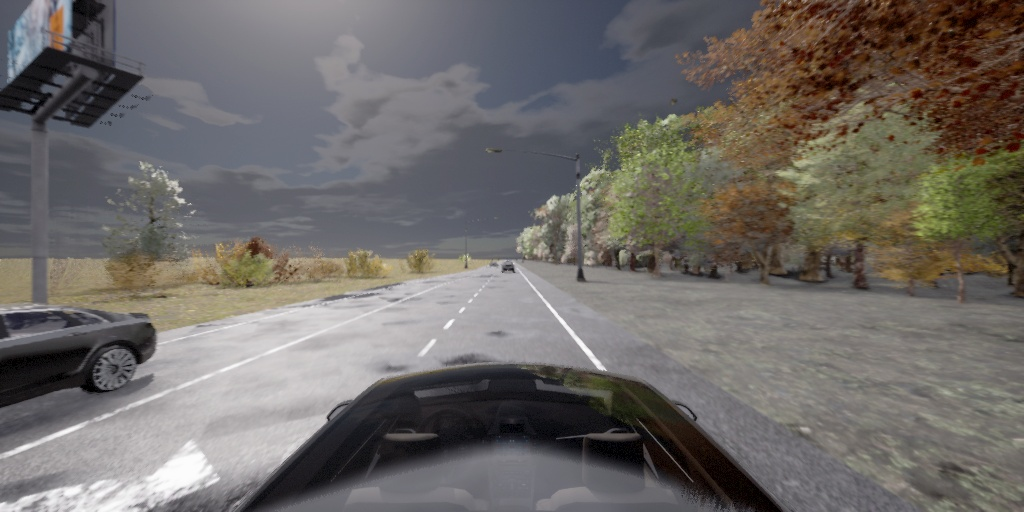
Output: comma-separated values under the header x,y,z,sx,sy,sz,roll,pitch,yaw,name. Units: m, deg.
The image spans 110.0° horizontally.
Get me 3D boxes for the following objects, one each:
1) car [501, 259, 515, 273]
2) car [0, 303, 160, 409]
x,y,z,sx,sy,sz,roll,pitch,yaw,name
-0.551,1.628,52.674,1.837,1.490,4.892,-1,0,0,car
-7.152,1.401,4.251,2.128,1.511,4.902,-1,0,-1,car
